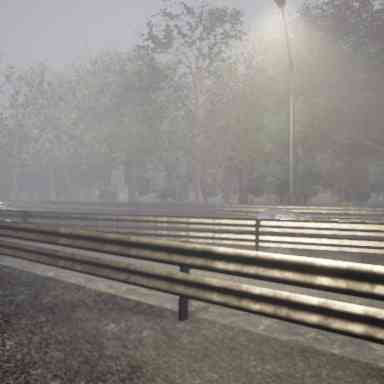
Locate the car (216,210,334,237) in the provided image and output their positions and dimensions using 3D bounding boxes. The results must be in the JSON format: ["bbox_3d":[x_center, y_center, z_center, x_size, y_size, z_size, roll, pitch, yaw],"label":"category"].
[{"bbox_3d":[3.901,1.561,15.895,5.357,1.411,2.033,0,0,21],"label":"car"}]
